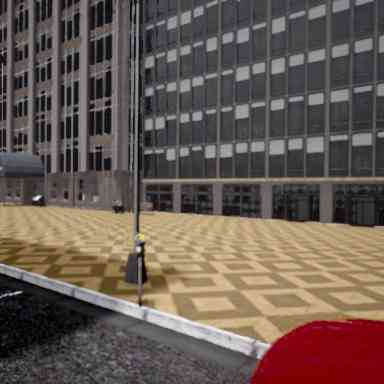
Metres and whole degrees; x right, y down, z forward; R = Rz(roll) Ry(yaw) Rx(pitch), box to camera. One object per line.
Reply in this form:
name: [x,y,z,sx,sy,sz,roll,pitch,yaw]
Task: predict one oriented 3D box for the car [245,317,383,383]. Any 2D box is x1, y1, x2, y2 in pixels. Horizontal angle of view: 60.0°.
car: [2.511,1.344,1.090,5.009,1.841,2.192,1,1,35]
